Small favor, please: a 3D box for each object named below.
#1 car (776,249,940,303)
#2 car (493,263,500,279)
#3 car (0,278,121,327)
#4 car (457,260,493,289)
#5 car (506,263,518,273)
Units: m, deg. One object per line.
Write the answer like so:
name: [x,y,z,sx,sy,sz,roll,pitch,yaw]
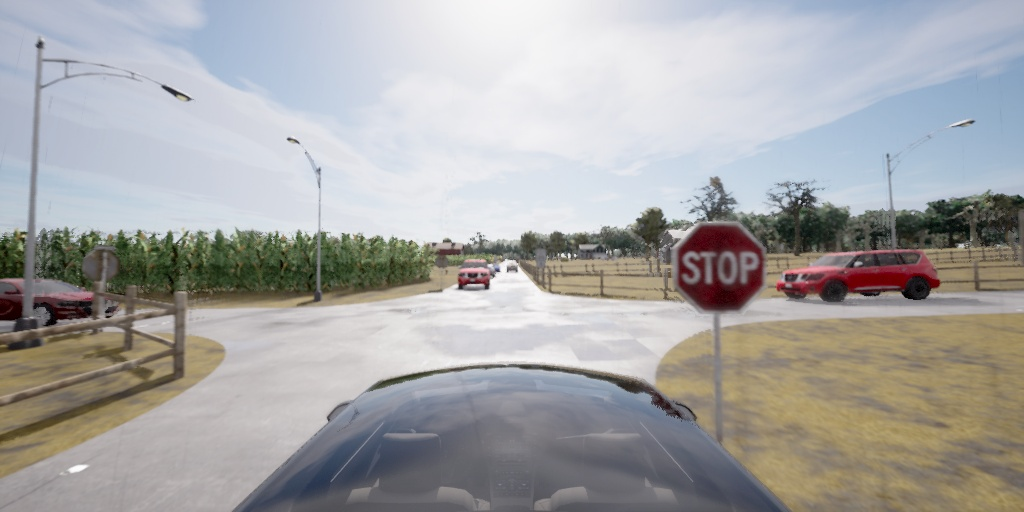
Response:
car: [14.440,0.819,15.162,5.566,2.045,2.150,-2,-2,0]
car: [-2.836,1.743,40.857,2.128,1.511,4.902,0,-1,0]
car: [-16.365,1.508,12.163,5.008,1.535,1.882,0,-2,0]
car: [-2.752,1.300,26.816,2.150,2.045,5.566,0,0,-2]
car: [0.020,1.944,59.105,2.128,1.511,4.902,0,-1,0]
